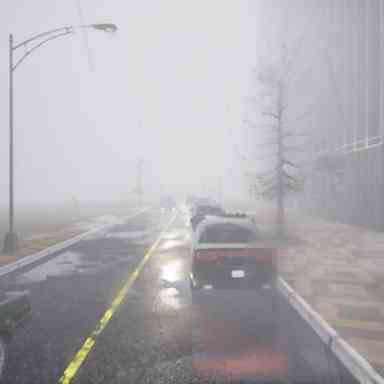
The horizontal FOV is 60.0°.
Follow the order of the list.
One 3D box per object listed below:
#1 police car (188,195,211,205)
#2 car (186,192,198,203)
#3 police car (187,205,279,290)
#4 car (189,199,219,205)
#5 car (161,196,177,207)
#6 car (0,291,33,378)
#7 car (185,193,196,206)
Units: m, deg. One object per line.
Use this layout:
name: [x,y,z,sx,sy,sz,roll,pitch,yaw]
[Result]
police car: [0.880,1.260,25.030,1.930,1.638,5.238,0,0,0]
car: [-0.045,0.955,59.945,2.097,1.767,4.553,0,0,0]
police car: [0.893,1.365,9.030,1.930,1.638,5.238,0,0,0]
car: [0.885,1.380,18.920,1.837,1.490,4.892,0,0,0]
car: [-3.132,1.230,44.667,1.812,1.442,4.674,0,0,0]
car: [-3.102,1.585,2.319,1.895,1.301,4.718,0,0,0]
car: [-0.013,1.218,46.519,1.812,1.442,4.674,0,0,0]
